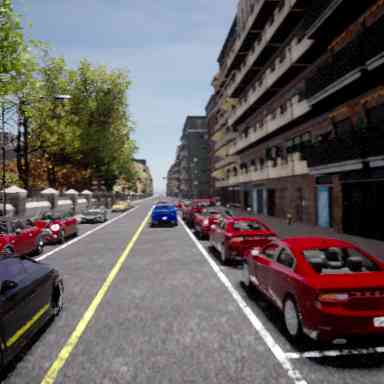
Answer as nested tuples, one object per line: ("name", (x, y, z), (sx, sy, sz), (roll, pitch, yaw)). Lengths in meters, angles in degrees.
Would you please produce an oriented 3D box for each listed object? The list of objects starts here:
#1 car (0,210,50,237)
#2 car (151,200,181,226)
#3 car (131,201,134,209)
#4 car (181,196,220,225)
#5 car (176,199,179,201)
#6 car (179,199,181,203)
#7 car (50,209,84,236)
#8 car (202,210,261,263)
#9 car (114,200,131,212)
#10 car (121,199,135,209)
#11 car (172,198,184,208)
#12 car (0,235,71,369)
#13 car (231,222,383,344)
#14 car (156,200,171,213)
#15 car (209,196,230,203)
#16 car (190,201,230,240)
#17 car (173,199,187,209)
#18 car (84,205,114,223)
("car", (-6.636, 1.620, 11.307), (1.967, 1.590, 4.097), (-1, 0, -5))
("car", (-2.105, 1.642, 25.187), (1.882, 1.535, 5.008), (-1, 0, -5))
("car", (-10.233, 2.003, 50.551), (2.008, 1.369, 4.403), (-1, 0, -5))
("car", (0.677, 1.417, 23.286), (2.192, 1.841, 5.009), (-1, 0, -5))
("car", (-1.378, 1.698, 45.712), (1.967, 1.590, 4.097), (-1, 0, -5))
("car", (0.165, 1.580, 28.893), (1.967, 1.590, 4.097), (-1, 0, -5))
("car", (-7.150, 1.658, 16.911), (1.967, 1.590, 4.097), (-1, 0, -5))
("car", (1.710, 1.571, 12.073), (1.887, 1.381, 4.507), (-1, 0, -5))
("car", (-9.704, 1.936, 44.776), (1.752, 1.417, 4.829), (-1, 0, -5))
("car", (-10.733, 2.019, 55.989), (1.752, 1.417, 4.829), (-1, 0, -5))
("car", (-2.420, 1.868, 57.095), (1.752, 1.417, 4.829), (-1, 0, -5))
("car", (-3.333, 1.650, 4.768), (1.994, 1.385, 4.181), (-1, 0, -5))
("car", (2.225, 1.534, 6.466), (1.887, 1.381, 4.507), (-1, 0, -5))
("car", (-3.661, 1.807, 42.100), (1.812, 1.442, 4.674), (-1, 0, -5))
("car", (7.007, 1.919, 84.895), (5.009, 1.841, 2.192), (0, -1, -5))
("car", (1.194, 1.504, 17.679), (1.967, 1.590, 4.097), (-1, 0, -5))
("car", (-1.889, 1.865, 51.318), (1.947, 1.339, 4.313), (-1, 0, -5))
("car", (-8.176, 1.844, 28.125), (2.008, 1.369, 4.403), (-1, 0, -5))
